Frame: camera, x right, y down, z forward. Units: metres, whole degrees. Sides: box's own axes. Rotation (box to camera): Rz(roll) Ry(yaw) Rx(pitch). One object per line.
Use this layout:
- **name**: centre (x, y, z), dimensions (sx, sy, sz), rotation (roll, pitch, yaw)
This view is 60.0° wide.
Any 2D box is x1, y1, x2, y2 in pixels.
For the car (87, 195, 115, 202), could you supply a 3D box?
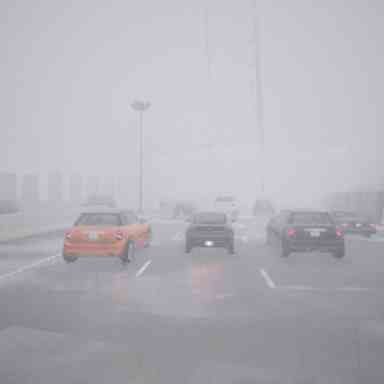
- **car**: centre (-10.271, 1.296, 36.508), dimensions (2.150, 2.045, 5.566), rotation (0, 0, 12)

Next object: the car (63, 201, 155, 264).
- **car**: centre (-2.850, 1.379, 12.197), dimensions (2.097, 1.767, 4.553), rotation (0, 0, 4)

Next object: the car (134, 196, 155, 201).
- **car**: centre (-9.503, 1.759, 65.061), dimensions (1.895, 1.301, 4.718), rotation (0, 0, 19)

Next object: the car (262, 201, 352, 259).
- **car**: centre (4.239, 1.409, 13.123), dimensions (2.097, 1.767, 4.553), rotation (0, 0, 4)

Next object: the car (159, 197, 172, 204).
- **car**: centre (-5.063, 1.734, 67.285), dimensions (1.994, 1.385, 4.181), rotation (0, 0, 19)

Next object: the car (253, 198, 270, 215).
- **car**: centre (7.489, 1.487, 34.882), dimensions (2.097, 1.767, 4.553), rotation (0, 0, 12)

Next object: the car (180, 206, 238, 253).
- **car**: centre (0.794, 1.551, 14.001), dimensions (1.837, 1.490, 4.892), rotation (0, 0, 5)

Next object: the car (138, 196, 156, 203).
- **car**: centre (-9.971, 1.627, 74.557), dimensions (1.882, 1.535, 5.008), rotation (0, 0, 19)

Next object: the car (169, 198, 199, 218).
- **car**: centre (-0.484, 1.598, 30.708), dimensions (1.837, 1.490, 4.892), rotation (0, 0, 10)

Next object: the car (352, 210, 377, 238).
- **car**: centre (8.224, 1.635, 18.337), dimensions (2.033, 1.411, 5.357), rotation (0, 0, 7)

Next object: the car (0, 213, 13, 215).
- **car**: centre (-15.672, 1.372, 25.675), dimensions (2.097, 1.767, 4.553), rotation (0, 0, 8)

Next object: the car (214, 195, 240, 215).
- **car**: centre (3.429, 1.335, 32.690), dimensions (2.150, 2.045, 5.566), rotation (0, 0, 11)

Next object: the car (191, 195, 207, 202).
- **car**: centre (1.606, 1.394, 75.815), dimensions (2.033, 1.411, 5.357), rotation (0, 0, 20)
